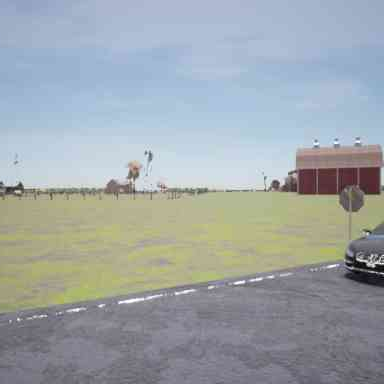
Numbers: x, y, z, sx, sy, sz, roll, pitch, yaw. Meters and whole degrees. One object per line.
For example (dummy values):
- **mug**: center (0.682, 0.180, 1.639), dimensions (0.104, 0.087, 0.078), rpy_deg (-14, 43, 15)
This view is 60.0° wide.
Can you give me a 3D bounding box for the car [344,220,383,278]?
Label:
- **car**: center (6.098, 1.390, 9.035), dimensions (4.892, 1.490, 1.837), rpy_deg (-1, 0, -35)
